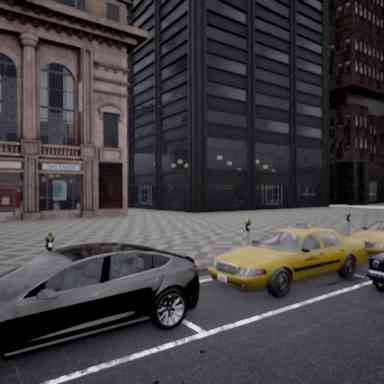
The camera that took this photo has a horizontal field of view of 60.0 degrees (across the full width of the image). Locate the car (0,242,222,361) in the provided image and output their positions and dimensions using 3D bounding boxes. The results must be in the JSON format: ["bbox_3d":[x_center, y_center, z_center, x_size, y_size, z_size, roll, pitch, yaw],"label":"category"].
[{"bbox_3d":[-1.849,1.563,5.329,4.313,1.339,1.947,0,0,-35],"label":"car"}]

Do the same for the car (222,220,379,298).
[{"bbox_3d":[2.611,1.512,8.495,4.829,1.417,1.752,0,0,-35],"label":"car"}]

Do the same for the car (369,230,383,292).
[{"bbox_3d":[6.030,1.584,7.653,4.718,1.301,1.895,0,0,-35],"label":"car"}]

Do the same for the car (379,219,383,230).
[{"bbox_3d":[7.211,1.502,11.761,4.829,1.417,1.752,0,0,-35],"label":"car"}]
